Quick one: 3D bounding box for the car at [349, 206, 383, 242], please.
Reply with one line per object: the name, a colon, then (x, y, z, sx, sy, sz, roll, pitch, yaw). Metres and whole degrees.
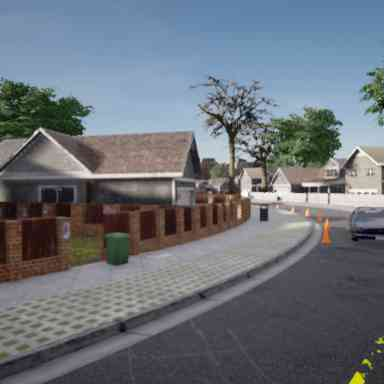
car: (8.258, 1.368, 15.215, 2.033, 1.411, 5.357, 0, 0, 23)

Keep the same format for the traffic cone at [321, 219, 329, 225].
traffic cone: (7.476, 1.762, 18.371, 0.340, 0.580, 0.340, -1, 0, 19)

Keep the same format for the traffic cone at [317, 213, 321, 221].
traffic cone: (8.787, 1.710, 22.895, 0.340, 0.580, 0.340, -1, 0, 13)

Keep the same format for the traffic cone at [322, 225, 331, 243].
traffic cone: (5.652, 1.816, 14.027, 0.340, 0.580, 0.340, 0, 0, 26)

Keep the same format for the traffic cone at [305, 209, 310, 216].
traffic cone: (9.569, 1.663, 27.542, 0.340, 0.580, 0.340, -1, 0, 6)
